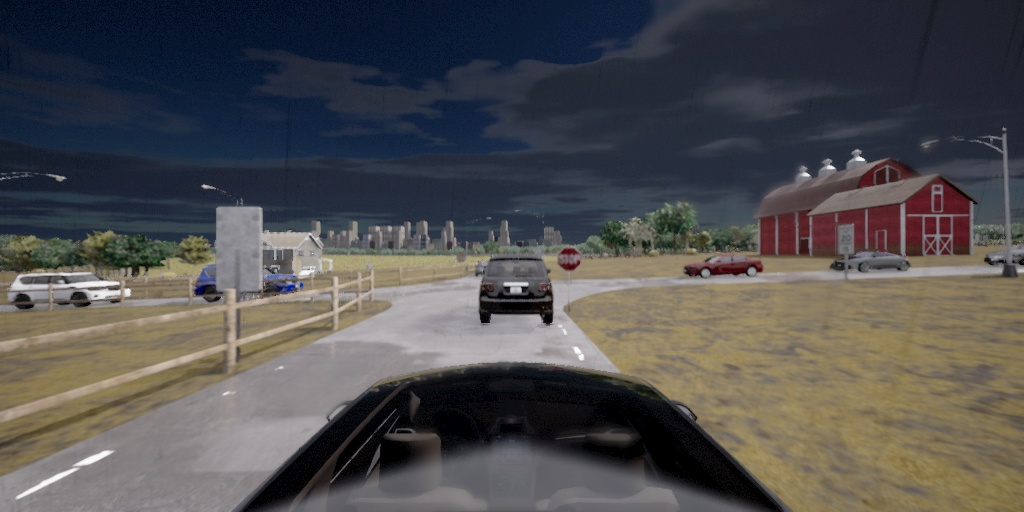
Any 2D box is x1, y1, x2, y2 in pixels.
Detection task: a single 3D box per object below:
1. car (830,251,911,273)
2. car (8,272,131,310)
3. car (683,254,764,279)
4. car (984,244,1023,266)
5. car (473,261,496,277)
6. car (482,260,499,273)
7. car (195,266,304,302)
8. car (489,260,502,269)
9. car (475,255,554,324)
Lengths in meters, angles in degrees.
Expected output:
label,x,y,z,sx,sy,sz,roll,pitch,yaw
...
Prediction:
label,x,y,z,sx,sy,sz,roll,pitch,yaw
car,24.372,0.378,24.519,4.181,1.385,1.994,-2,0,0
car,-26.460,1.992,21.532,5.566,2.045,2.150,-2,0,0
car,14.331,0.665,24.512,5.008,1.535,1.882,-2,0,0
car,35.449,-0.094,24.519,4.902,1.511,2.128,-2,0,0
car,-2.785,1.316,37.178,2.128,1.511,4.902,0,0,-1
car,-2.817,1.329,47.421,1.882,1.535,5.008,0,0,0
car,-15.719,1.566,21.562,5.566,2.045,2.150,-2,0,-1
car,-2.779,1.467,60.542,1.994,1.385,4.181,0,0,0
car,0.166,0.993,12.134,2.150,2.045,5.566,0,0,1
